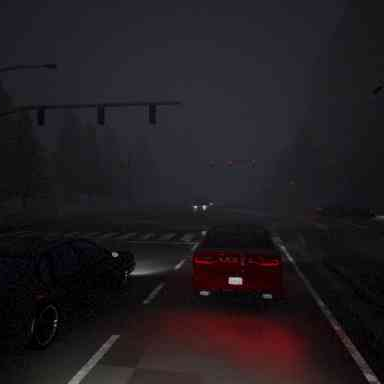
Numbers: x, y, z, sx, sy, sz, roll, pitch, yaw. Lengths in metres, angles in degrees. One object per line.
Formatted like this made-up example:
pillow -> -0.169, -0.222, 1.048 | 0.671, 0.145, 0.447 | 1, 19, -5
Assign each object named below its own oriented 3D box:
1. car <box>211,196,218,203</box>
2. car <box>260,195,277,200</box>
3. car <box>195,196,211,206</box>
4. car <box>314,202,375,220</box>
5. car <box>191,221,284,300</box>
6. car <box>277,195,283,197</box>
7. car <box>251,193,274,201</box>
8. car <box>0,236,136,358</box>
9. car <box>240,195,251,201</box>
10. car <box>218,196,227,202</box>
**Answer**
car -> 3.508, 1.564, 67.896 | 1.994, 1.385, 4.181 | 0, 0, 10
car -> 20.990, 1.524, 91.265 | 4.674, 1.442, 1.812 | 0, 0, -37
car -> 1.619, 1.525, 56.747 | 1.812, 1.442, 4.674 | 0, 0, 9
car -> 12.744, 1.581, 27.965 | 4.674, 1.442, 1.812 | 0, 0, 12
car -> 1.196, 1.478, 8.539 | 1.882, 1.535, 5.008 | 0, 0, 9
car -> 25.296, 1.477, 90.112 | 5.008, 1.535, 1.882 | 0, 0, -34
car -> 17.692, 1.225, 83.084 | 2.150, 2.045, 5.566 | 0, 0, 39
car -> -2.729, 1.547, 6.226 | 2.033, 1.411, 5.357 | 0, 0, 10
car -> 13.869, 1.477, 83.823 | 1.882, 1.535, 5.008 | 0, 0, 39
car -> 6.655, 1.595, 78.368 | 1.895, 1.301, 4.718 | 0, 0, 25
